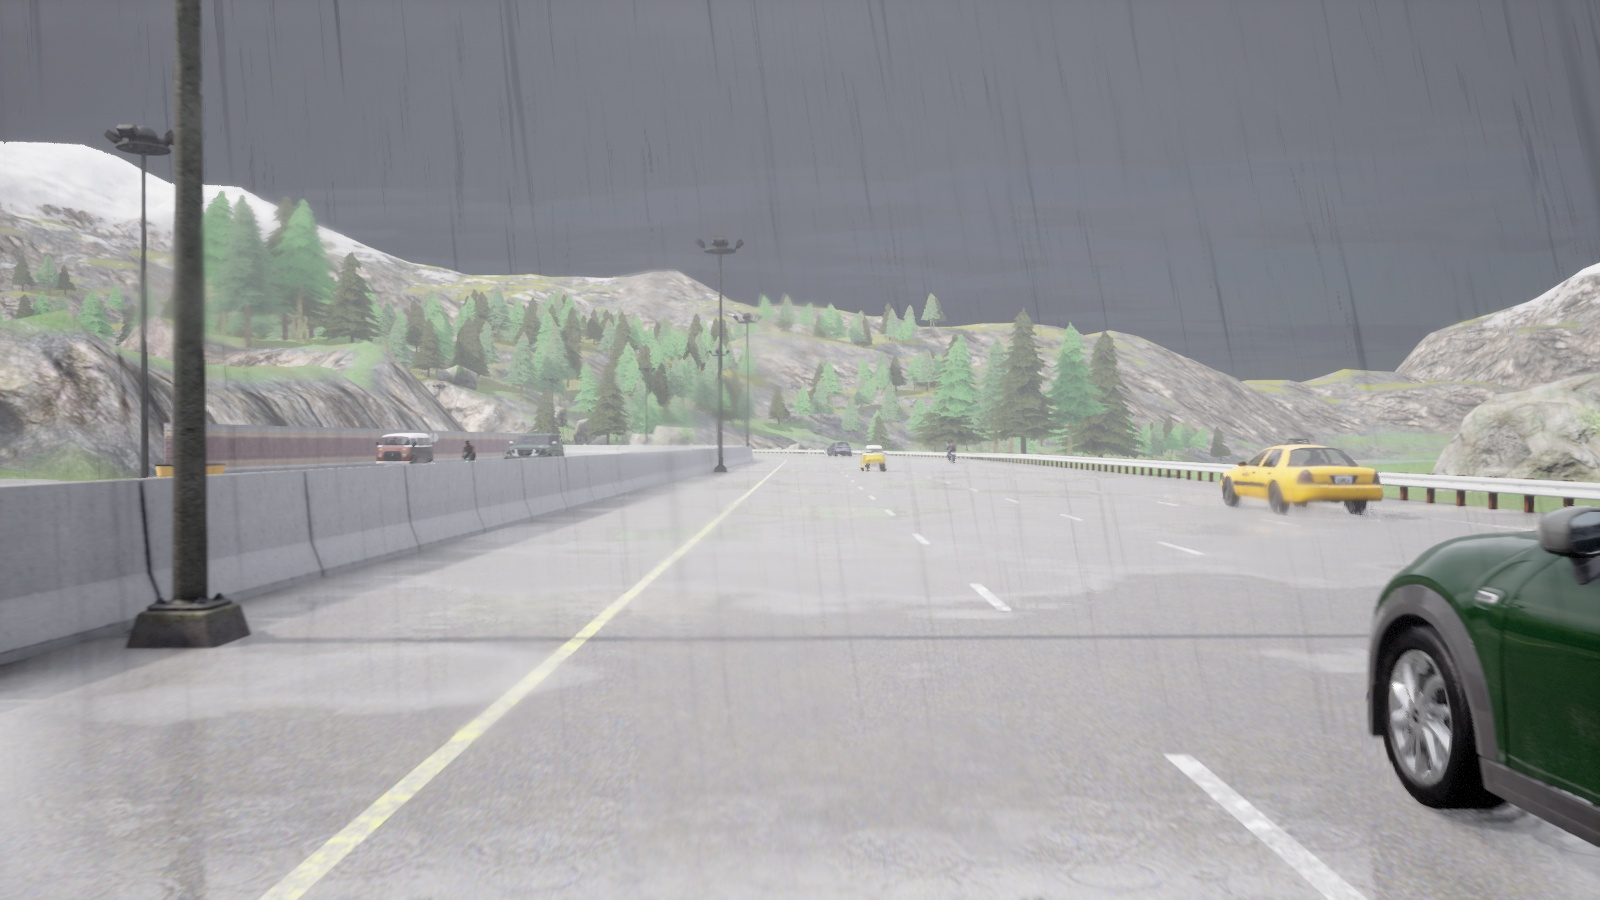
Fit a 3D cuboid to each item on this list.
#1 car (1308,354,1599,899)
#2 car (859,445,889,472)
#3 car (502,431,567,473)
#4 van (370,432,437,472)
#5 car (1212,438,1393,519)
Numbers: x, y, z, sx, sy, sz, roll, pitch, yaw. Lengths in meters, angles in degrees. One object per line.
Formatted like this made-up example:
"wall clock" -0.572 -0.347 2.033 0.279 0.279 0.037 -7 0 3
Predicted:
"car" 3.538 0.586 3.895 2.097 1.767 4.553 0 0 0
"car" 3.898 0.429 66.537 1.481 1.376 2.207 0 1 0
"car" -13.612 0.091 64.663 2.150 2.045 5.566 0 0 0
"van" -20.608 0.084 65.509 2.069 2.038 4.480 0 0 0
"car" 10.672 0.541 27.157 1.801 1.575 5.366 0 0 0
